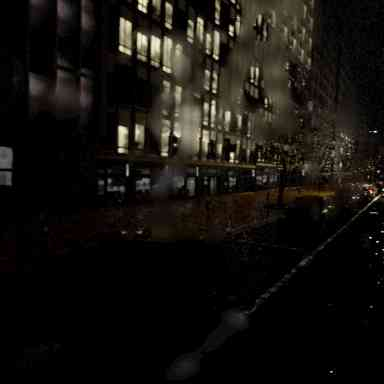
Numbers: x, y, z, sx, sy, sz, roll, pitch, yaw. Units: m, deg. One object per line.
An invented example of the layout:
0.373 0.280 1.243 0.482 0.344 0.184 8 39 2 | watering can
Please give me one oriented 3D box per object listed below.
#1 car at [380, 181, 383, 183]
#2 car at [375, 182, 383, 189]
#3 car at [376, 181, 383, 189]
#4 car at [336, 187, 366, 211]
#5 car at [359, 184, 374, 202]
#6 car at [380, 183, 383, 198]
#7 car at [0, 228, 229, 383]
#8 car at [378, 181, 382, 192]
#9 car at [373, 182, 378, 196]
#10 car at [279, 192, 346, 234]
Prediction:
31.908 -0.705 57.808 1.947 1.339 4.313 4 4 32 | car
43.844 -1.534 77.140 1.967 1.590 4.097 4 4 32 | car
46.830 -1.835 81.968 2.192 1.841 5.009 4 4 32 | car
11.030 0.506 23.962 2.008 1.369 4.403 4 4 32 | car
16.994 0.188 33.634 1.802 1.307 4.206 4 4 32 | car
23.839 0.023 39.592 1.837 1.490 4.892 4 4 31 | car
-0.902 1.236 4.624 1.802 1.307 4.206 4 4 32 | car
25.855 -0.389 47.991 1.752 1.417 4.829 4 4 32 | car
19.981 -0.129 38.461 1.967 1.590 4.097 4 4 32 | car
5.064 0.856 14.293 2.008 1.369 4.403 4 4 32 | car
